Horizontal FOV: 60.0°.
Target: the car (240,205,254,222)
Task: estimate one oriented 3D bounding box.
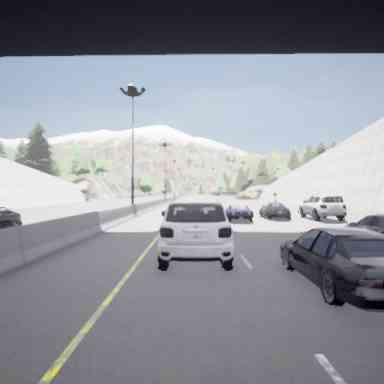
[{"bbox_3d":[3.610,1.631,26.596,1.895,1.301,4.718,0,0,0],"label":"car"}]

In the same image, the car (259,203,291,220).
[{"bbox_3d":[7.111,1.597,28.813,1.994,1.385,4.181,0,0,0],"label":"car"}]

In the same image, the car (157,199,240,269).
[{"bbox_3d":[0.103,1.235,11.294,2.150,2.045,5.566,0,0,0],"label":"car"}]

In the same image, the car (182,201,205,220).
[{"bbox_3d":[0.098,1.559,29.163,1.812,1.442,4.674,0,0,0],"label":"car"}]

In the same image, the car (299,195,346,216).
[{"bbox_3d":[10.611,1.253,27.305,2.150,2.045,5.566,0,0,0],"label":"car"}]

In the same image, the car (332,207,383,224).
[{"bbox_3d":[7.104,1.519,11.985,1.837,1.490,4.892,0,0,0],"label":"car"}]

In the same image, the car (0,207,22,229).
[{"bbox_3d":[-10.593,1.510,16.943,2.128,1.511,4.902,0,0,0],"label":"car"}]

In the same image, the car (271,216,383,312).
[{"bbox_3d":[3.602,1.557,7.974,2.033,1.411,5.357,0,0,0],"label":"car"}]
